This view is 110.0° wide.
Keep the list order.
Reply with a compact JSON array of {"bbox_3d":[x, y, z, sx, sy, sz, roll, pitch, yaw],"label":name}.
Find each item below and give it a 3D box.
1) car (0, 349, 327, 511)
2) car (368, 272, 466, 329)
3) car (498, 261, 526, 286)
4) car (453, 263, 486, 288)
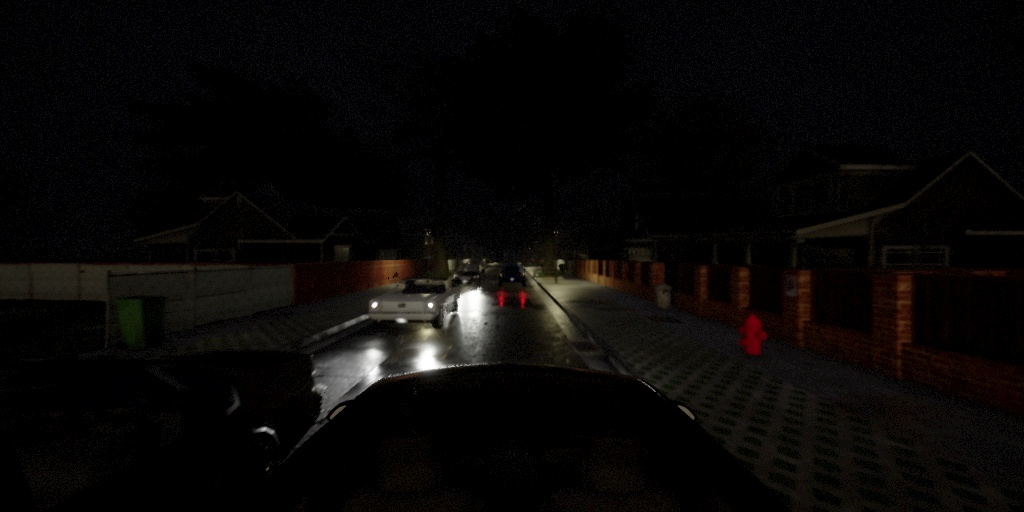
[{"bbox_3d":[-2.838,1.298,1.361,2.033,1.411,5.357,0,0,0],"label":"car"},{"bbox_3d":[-2.828,1.348,11.407,1.895,1.301,4.718,0,0,0],"label":"car"},{"bbox_3d":[0.024,1.292,24.981,1.812,1.442,4.674,0,0,0],"label":"car"},{"bbox_3d":[-2.790,1.255,23.890,2.128,1.511,4.902,0,0,0],"label":"car"}]
